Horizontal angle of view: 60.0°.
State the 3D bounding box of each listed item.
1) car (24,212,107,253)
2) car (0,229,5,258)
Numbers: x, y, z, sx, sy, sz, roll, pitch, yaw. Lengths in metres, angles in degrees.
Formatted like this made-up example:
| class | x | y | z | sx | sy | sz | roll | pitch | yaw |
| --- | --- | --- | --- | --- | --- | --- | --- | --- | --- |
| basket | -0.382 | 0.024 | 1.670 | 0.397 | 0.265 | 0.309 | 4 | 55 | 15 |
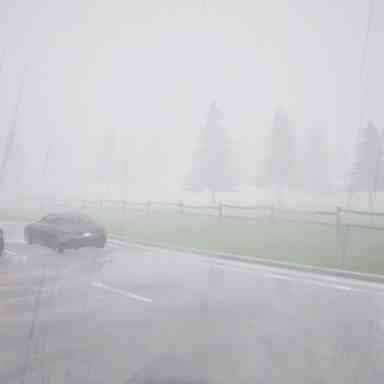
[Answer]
| class | x | y | z | sx | sy | sz | roll | pitch | yaw |
| --- | --- | --- | --- | --- | --- | --- | --- | --- | --- |
| car | -5.243 | 1.524 | 13.604 | 1.994 | 1.385 | 4.181 | 0 | 0 | -45 |
| car | -7.981 | 1.448 | 11.415 | 2.128 | 1.511 | 4.902 | 0 | 0 | -45 |
